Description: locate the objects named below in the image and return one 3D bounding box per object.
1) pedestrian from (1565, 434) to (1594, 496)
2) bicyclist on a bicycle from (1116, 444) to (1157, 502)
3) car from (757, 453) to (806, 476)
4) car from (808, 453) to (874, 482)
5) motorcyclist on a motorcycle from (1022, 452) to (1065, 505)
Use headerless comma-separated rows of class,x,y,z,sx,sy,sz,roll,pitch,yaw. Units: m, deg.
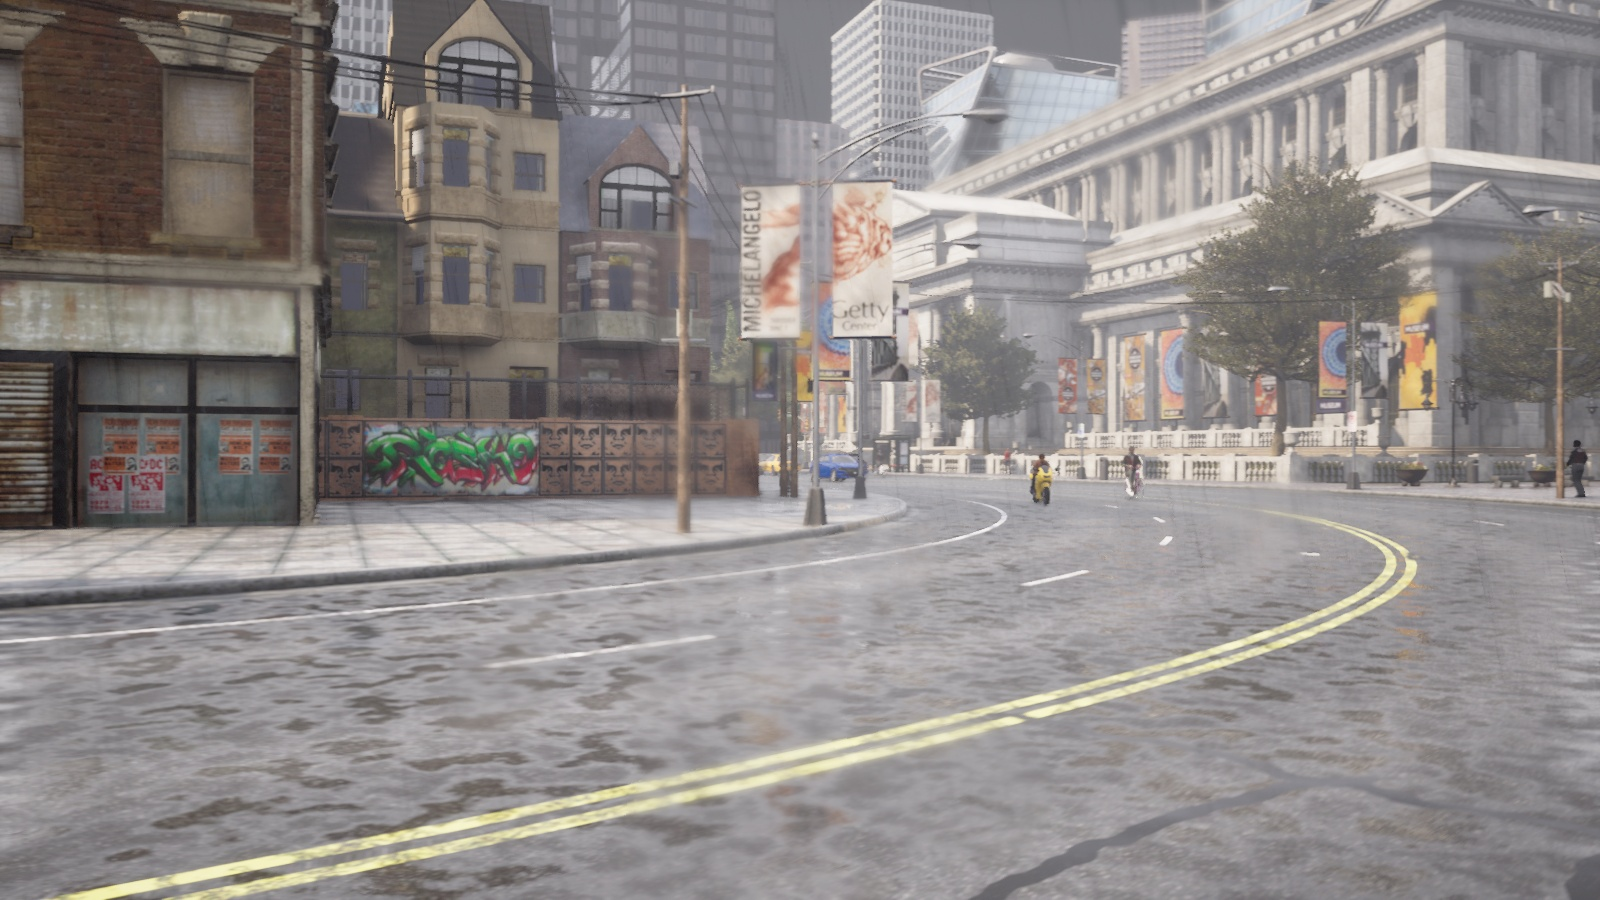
pedestrian,24.399,0.467,39.302,0.402,1.930,0.666,0,0,-11
bicyclist on a bicycle,10.578,0.720,39.516,0.659,1.776,1.843,0,0,-4
car,-1.328,0.988,88.958,1.801,1.575,5.366,0,0,-20
car,2.214,0.949,68.794,1.882,1.535,5.008,0,0,-20
motorcyclist on a motorcycle,7.195,0.833,37.196,0.797,1.523,2.044,-1,0,-1
